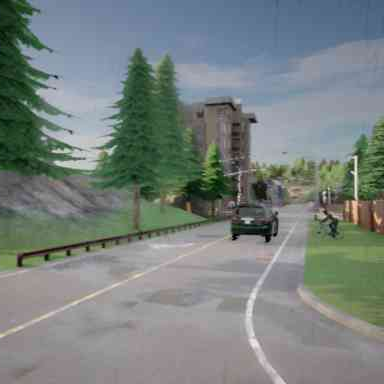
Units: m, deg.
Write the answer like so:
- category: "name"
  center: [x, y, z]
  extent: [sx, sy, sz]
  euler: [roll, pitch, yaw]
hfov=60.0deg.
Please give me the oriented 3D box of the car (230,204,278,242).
- category: "car"
  center: [3.848, 1.752, 19.929]
  extent: [2.150, 2.045, 5.566]
  euler: [0, -2, 20]

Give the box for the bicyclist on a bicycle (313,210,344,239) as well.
- category: "bicyclist on a bicycle"
  center: [7.697, 1.843, 18.748]
  extent: [1.656, 1.620, 0.582]
  euler: [0, -2, 19]
